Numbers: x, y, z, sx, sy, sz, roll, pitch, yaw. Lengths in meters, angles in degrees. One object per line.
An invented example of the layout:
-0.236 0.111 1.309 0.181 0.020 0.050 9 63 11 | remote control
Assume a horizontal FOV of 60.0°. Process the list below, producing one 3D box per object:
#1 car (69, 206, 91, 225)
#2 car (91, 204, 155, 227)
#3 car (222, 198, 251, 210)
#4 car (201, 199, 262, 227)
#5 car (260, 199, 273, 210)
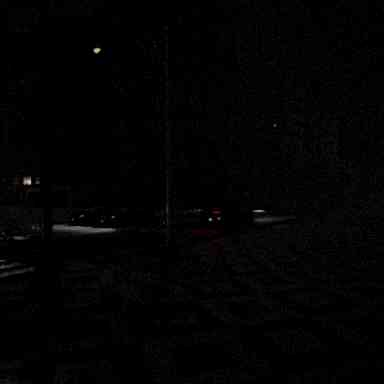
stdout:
-7.201 1.685 25.720 1.812 1.442 4.674 -1 0 35 | car
-4.574 1.628 23.808 1.812 1.442 4.674 -1 0 35 | car
5.959 1.610 44.196 1.812 1.442 4.674 -1 -1 36 | car
2.532 1.468 22.420 2.128 1.511 4.902 -1 -1 35 | car
8.821 1.590 42.600 1.994 1.385 4.181 -1 -1 36 | car
